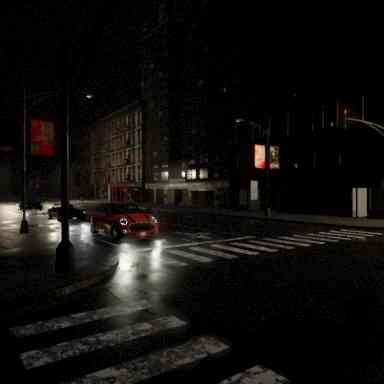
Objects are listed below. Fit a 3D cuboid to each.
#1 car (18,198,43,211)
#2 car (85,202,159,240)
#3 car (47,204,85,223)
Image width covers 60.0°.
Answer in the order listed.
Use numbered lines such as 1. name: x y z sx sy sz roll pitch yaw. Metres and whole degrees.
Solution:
1. car: -18.282 1.440 37.654 1.812 1.442 4.674 0 0 -35
2. car: -3.557 1.341 17.113 2.097 1.767 4.553 0 0 -36
3. car: -9.681 1.559 25.643 1.895 1.301 4.718 0 0 -36
